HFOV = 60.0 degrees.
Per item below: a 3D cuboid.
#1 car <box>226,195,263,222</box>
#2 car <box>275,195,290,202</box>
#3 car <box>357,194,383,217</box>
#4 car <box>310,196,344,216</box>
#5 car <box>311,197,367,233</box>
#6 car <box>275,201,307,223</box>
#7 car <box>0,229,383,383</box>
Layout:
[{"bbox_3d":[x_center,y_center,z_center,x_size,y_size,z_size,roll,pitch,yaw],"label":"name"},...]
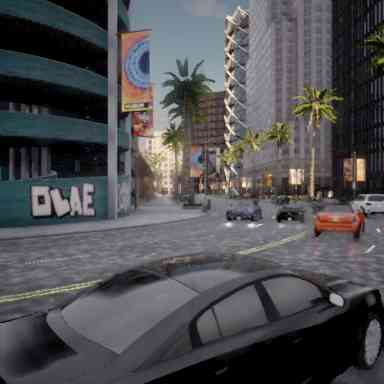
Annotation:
[{"bbox_3d":[4.214,1.332,26.229,2.097,1.767,4.553,0,0,22],"label":"car"},{"bbox_3d":[18.161,1.437,67.071,2.231,1.521,4.892,0,0,-4],"label":"car"},{"bbox_3d":[16.470,1.209,31.082,2.150,2.045,5.566,0,0,9],"label":"car"},{"bbox_3d":[13.115,1.332,32.600,2.097,1.767,4.553,0,0,8],"label":"car"},{"bbox_3d":[8.016,1.341,17.921,2.097,1.767,4.553,0,0,30],"label":"car"},{"bbox_3d":[7.627,1.585,25.292,1.895,1.301,4.718,0,0,22],"label":"car"},{"bbox_3d":[0.443,1.475,3.856,5.008,1.535,1.882,0,0,-40],"label":"car"}]
